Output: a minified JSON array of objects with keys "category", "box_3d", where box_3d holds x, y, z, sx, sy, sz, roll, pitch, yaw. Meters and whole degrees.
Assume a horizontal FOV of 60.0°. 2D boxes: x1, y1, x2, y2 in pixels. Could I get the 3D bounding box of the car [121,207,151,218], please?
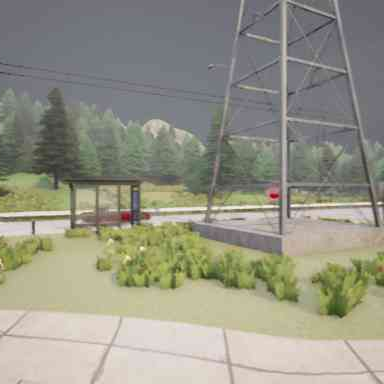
[{"category":"car","box_3d":[-5.272,1.641,23.534,4.718,1.301,1.895,0,0,-26]}]
